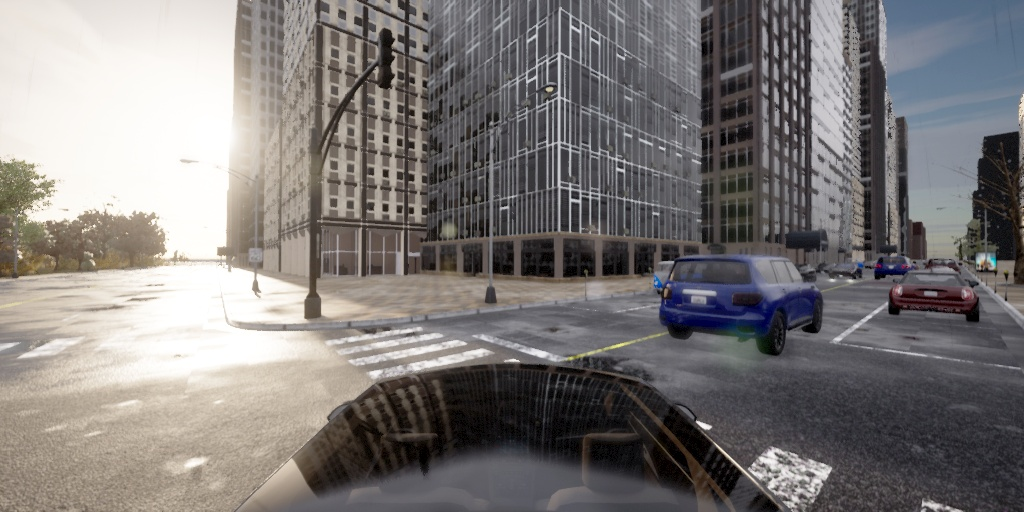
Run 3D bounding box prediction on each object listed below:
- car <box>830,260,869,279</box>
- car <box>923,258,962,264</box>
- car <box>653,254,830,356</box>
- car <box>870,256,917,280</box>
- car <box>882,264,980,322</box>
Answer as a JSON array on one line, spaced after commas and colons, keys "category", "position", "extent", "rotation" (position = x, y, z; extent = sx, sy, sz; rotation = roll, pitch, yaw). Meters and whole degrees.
[{"category": "car", "position": [31.252, 1.380, 33.491], "extent": [5.357, 1.411, 2.033], "rotation": [0, 0, -39]}, {"category": "car", "position": [36.516, 1.112, 30.432], "extent": [5.009, 1.841, 2.192], "rotation": [0, 0, -39]}, {"category": "car", "position": [5.866, 0.988, 8.963], "extent": [5.566, 2.045, 2.150], "rotation": [0, 0, -39]}, {"category": "car", "position": [33.514, 1.034, 31.369], "extent": [5.566, 2.045, 2.150], "rotation": [0, 0, -38]}, {"category": "car", "position": [14.534, 1.199, 12.383], "extent": [4.097, 1.591, 1.967], "rotation": [0, 0, -39]}]
